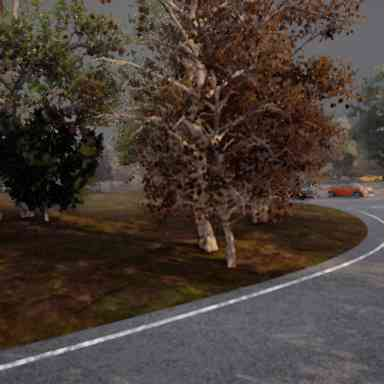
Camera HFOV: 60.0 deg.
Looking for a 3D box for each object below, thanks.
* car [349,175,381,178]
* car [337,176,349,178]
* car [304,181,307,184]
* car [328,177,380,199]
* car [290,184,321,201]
[{"bbox_3d":[33.021,-2.531,62.762,5.008,1.535,1.882,-3,3,5],"label":"car"},{"bbox_3d":[29.435,-2.323,65.922,4.902,1.511,2.128,-3,2,-10],"label":"car"},{"bbox_3d":[18.485,-1.167,56.916,4.181,1.385,1.994,-7,4,-44],"label":"car"},{"bbox_3d":[16.676,-0.273,34.915,2.097,1.767,4.553,-5,3,-30],"label":"car"},{"bbox_3d":[11.797,0.126,37.074,2.033,1.411,5.357,-5,3,-21],"label":"car"}]
